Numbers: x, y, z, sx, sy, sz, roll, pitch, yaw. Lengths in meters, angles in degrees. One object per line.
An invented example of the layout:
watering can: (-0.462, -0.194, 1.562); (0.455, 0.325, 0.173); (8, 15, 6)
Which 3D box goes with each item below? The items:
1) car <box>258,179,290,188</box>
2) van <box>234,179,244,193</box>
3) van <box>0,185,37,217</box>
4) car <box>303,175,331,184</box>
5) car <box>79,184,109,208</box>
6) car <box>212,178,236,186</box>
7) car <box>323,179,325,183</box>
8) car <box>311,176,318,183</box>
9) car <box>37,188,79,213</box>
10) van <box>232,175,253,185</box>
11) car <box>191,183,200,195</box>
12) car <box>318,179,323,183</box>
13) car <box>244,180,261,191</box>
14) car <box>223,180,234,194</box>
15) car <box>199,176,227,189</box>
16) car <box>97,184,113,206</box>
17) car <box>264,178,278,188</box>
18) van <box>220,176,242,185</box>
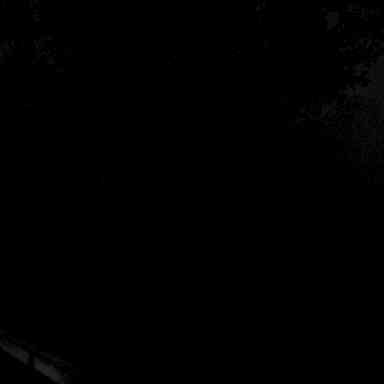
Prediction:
car: (14.173, -1.478, 57.656); (4.892, 1.521, 2.231); (2, 4, 37)
van: (4.223, -0.881, 44.314); (4.442, 1.987, 1.878); (2, 4, 37)
van: (-12.691, 0.491, 22.351); (4.442, 1.987, 1.878); (2, 4, 37)
car: (29.203, -3.002, 77.560); (5.566, 2.045, 2.435); (2, 5, 37)
car: (-9.399, 0.434, 26.826); (5.366, 1.575, 1.946); (2, 4, 37)
car: (6.588, -2.086, 69.306); (4.674, 1.452, 2.002); (2, 4, 37)
car: (25.854, -2.419, 73.153); (4.792, 1.488, 2.163); (2, 4, 37)
car: (22.529, -2.165, 68.718); (5.008, 1.535, 2.097); (2, 4, 37)
car: (-10.901, 0.612, 24.486); (4.792, 1.488, 2.163); (2, 4, 37)
van: (11.563, -2.771, 76.063); (4.442, 1.987, 1.878); (2, 4, 37)
car: (-0.890, -0.208, 37.768); (4.674, 1.452, 2.002); (2, 4, 37)
car: (24.354, -2.304, 70.815); (5.366, 1.575, 1.946); (2, 4, 37)
car: (7.453, -0.904, 48.837); (4.792, 1.488, 2.163); (2, 4, 37)
car: (2.456, -0.482, 42.192); (4.674, 1.452, 2.002); (2, 4, 37)
car: (3.690, -1.693, 57.724); (2.150, 2.045, 5.566); (2, 4, 37)
car: (-7.555, 0.334, 28.908); (4.792, 1.488, 2.163); (2, 4, 37)
car: (10.674, -1.215, 53.351); (5.366, 1.575, 1.946); (2, 4, 37)
van: (8.368, -2.486, 71.454); (4.442, 1.987, 1.878); (2, 4, 37)
